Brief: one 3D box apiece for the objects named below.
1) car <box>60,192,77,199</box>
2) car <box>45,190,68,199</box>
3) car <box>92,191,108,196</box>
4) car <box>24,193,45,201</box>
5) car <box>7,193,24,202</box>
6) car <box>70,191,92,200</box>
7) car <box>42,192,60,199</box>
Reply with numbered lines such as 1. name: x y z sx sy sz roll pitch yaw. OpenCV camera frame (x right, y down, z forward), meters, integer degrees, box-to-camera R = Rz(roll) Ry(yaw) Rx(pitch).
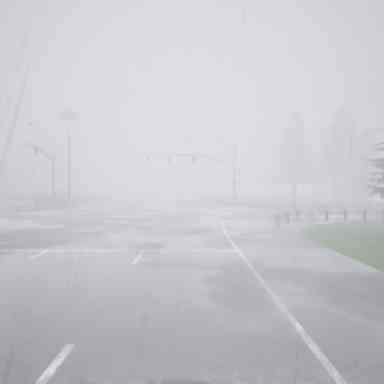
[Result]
1. car: -28.508 0.828 76.982 2.033 1.411 5.357 0 1 -3
2. car: -24.711 0.650 62.332 2.150 2.045 5.566 0 1 0
3. car: -21.587 0.815 78.280 2.033 1.411 5.357 0 1 -3
4. car: -28.209 0.941 61.438 2.128 1.511 4.902 0 1 0
5. car: -31.703 0.975 60.418 1.812 1.442 4.674 0 1 0
6. car: -21.215 1.023 63.072 1.895 1.301 4.718 0 1 0
7. car: -31.867 0.831 75.200 2.128 1.511 4.902 0 1 -3
